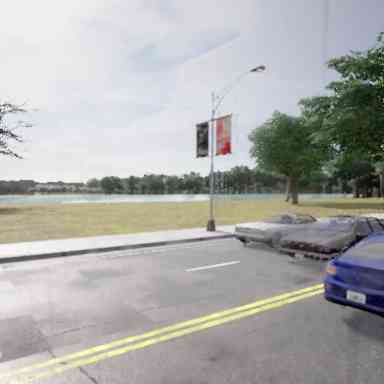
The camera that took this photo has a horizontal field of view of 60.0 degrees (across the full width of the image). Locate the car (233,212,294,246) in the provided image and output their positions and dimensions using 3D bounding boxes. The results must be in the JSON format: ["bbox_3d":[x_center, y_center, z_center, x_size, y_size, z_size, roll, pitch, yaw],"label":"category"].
[{"bbox_3d":[4.043,1.571,14.557,4.718,1.301,1.895,0,0,-36],"label":"car"}]

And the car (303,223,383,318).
[{"bbox_3d":[4.497,1.507,6.655,4.674,1.442,1.812,0,0,-35],"label":"car"}]

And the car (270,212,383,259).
[{"bbox_3d":[5.378,1.519,11.518,5.357,1.411,2.033,0,0,-36],"label":"car"}]
